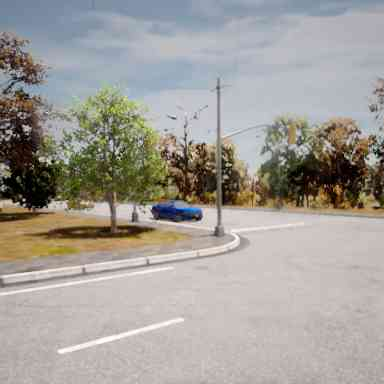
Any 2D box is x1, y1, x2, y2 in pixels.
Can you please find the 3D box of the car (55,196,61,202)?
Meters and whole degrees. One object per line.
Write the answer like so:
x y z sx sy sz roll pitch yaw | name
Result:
-35.436 1.854 88.606 1.895 1.301 4.718 -1 0 -28 | car

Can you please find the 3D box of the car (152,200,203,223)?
-1.173 1.423 25.582 1.882 1.535 5.008 -1 0 -38 | car

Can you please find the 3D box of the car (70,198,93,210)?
-13.974 1.471 41.724 1.882 1.535 5.008 -1 0 -39 | car
